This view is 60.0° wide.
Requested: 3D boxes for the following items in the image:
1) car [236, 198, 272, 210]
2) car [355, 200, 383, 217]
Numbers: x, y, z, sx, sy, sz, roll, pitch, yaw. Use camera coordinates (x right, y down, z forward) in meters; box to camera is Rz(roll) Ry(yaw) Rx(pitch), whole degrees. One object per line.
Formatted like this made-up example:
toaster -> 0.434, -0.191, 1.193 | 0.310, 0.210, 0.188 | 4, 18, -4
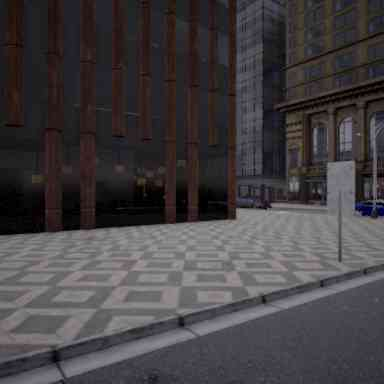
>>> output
car -> 7.124, 1.445, 40.126 | 2.033, 1.411, 5.357 | 0, 0, -35
car -> 15.907, 1.417, 27.817 | 1.882, 1.535, 5.008 | 0, 0, -36
